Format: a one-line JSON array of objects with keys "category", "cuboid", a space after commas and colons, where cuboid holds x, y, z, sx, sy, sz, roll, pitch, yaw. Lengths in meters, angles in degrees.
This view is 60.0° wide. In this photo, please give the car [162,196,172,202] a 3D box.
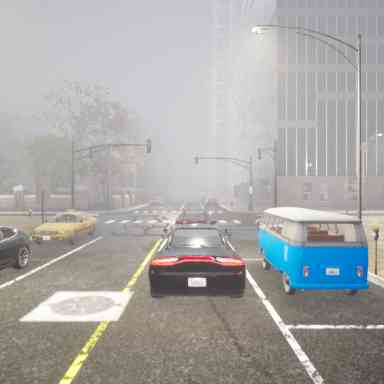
[{"category": "car", "cuboid": [-5.588, 1.537, 74.971, 1.802, 1.307, 4.206, 0, 0, 0]}]

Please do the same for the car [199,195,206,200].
[{"category": "car", "cuboid": [2.817, 1.452, 92.172, 1.752, 1.417, 4.829, 0, 0, 0]}]

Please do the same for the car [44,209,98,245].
[{"category": "car", "cuboid": [-5.797, 1.518, 15.669, 1.752, 1.417, 4.829, 0, 0, 0]}]

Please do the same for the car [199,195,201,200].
[{"category": "car", "cuboid": [2.793, 1.521, 74.955, 1.947, 1.339, 4.313, 0, 0, 0]}]

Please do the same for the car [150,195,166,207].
[{"category": "car", "cuboid": [-5.619, 1.517, 52.240, 1.887, 1.381, 4.507, 0, 0, 0]}]

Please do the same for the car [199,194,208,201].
[{"category": "car", "cuboid": [2.801, 1.388, 80.637, 1.967, 1.590, 4.097, 0, 0, 0]}]

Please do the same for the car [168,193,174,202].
[{"category": "car", "cuboid": [-5.595, 1.277, 69.289, 2.192, 1.841, 5.009, 0, 0, 0]}]

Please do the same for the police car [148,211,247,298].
[{"category": "police car", "cuboid": [0.108, 1.501, 8.611, 2.038, 1.542, 4.974, 0, 0, 0]}]

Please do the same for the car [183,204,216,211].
[{"category": "car", "cuboid": [0.123, 1.555, 17.573, 1.994, 1.385, 4.181, 0, 0, 0]}]

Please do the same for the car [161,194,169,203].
[{"category": "car", "cuboid": [-5.612, 1.520, 57.923, 2.008, 1.369, 4.403, 0, 0, 0]}]

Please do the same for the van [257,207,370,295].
[{"category": "van", "cuboid": [2.785, 1.337, 8.425, 1.690, 1.788, 3.998, 0, 0, 0]}]

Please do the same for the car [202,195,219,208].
[{"category": "car", "cuboid": [2.755, 1.416, 46.550, 1.967, 1.590, 4.097, 0, 0, 0]}]

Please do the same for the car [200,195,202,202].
[{"category": "car", "cuboid": [2.762, 1.538, 52.231, 1.947, 1.339, 4.313, 0, 0, 0]}]

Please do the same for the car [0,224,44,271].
[{"category": "car", "cuboid": [-5.759, 1.562, 8.435, 1.947, 1.339, 4.313, 0, 0, 0]}]
